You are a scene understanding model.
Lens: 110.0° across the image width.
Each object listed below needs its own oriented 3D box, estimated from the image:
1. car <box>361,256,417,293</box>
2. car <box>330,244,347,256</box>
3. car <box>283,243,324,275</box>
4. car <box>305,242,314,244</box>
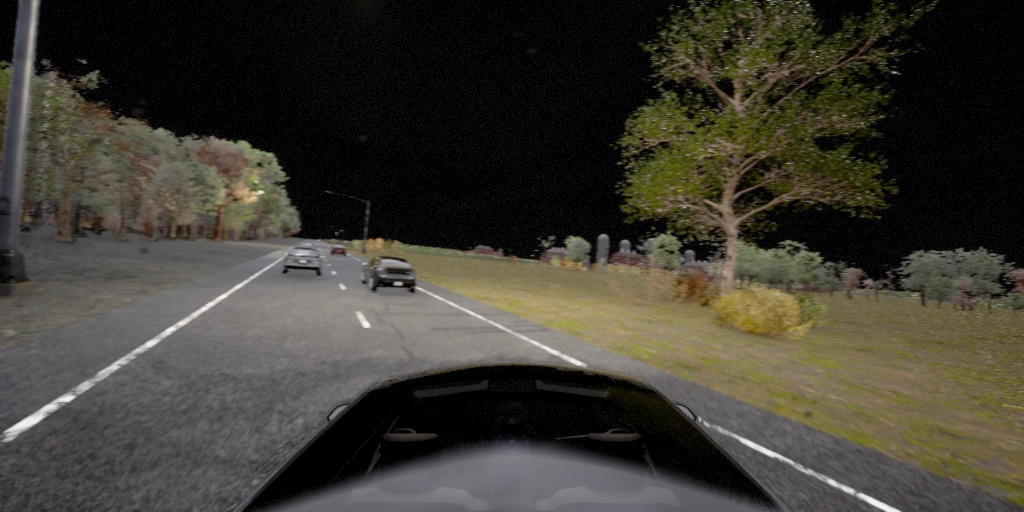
[{"bbox_3d":[-5.759,0.762,16.658,1.837,1.490,4.892,5,0,-29],"label":"car"},{"bbox_3d":[-23.952,-0.876,49.451,1.882,1.535,5.008,5,0,-29],"label":"car"},{"bbox_3d":[-12.022,0.229,20.746,2.033,1.411,5.357,5,0,-29],"label":"car"},{"bbox_3d":[-28.241,-1.191,49.978,1.994,1.385,4.181,5,0,-29],"label":"car"}]
